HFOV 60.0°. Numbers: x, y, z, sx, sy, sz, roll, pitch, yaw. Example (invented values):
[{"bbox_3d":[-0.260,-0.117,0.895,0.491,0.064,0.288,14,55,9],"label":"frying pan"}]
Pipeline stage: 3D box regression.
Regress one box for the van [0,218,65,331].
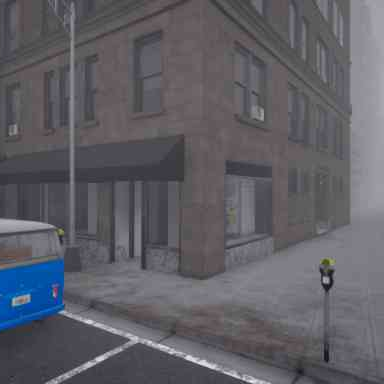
[{"bbox_3d":[-3.995,1.340,5.926,3.998,1.788,1.690,0,0,35],"label":"van"}]
